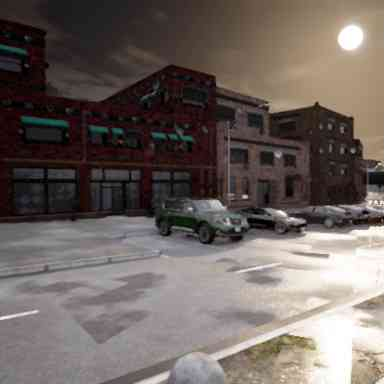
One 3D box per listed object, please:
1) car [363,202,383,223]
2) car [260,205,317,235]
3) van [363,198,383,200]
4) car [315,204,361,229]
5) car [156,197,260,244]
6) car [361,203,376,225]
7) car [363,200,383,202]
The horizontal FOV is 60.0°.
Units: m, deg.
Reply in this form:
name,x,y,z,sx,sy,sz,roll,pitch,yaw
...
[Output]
name,x,y,z,sx,sy,sz,roll,pitch,yaw
car,12.961,1.772,27.195,2.163,1.488,4.792,1,-1,-41
car,4.569,1.630,20.008,2.163,1.488,4.792,1,-1,-39
van,18.888,1.605,32.853,1.878,1.987,4.442,1,-1,-43
car,8.836,1.676,23.617,2.231,1.521,4.892,1,-1,-40
car,0.304,1.291,16.594,2.435,2.045,5.566,0,-1,-38
car,10.879,1.740,25.431,2.163,1.488,4.792,1,-1,-41
car,17.103,1.799,30.758,1.946,1.575,5.366,1,-1,-43
